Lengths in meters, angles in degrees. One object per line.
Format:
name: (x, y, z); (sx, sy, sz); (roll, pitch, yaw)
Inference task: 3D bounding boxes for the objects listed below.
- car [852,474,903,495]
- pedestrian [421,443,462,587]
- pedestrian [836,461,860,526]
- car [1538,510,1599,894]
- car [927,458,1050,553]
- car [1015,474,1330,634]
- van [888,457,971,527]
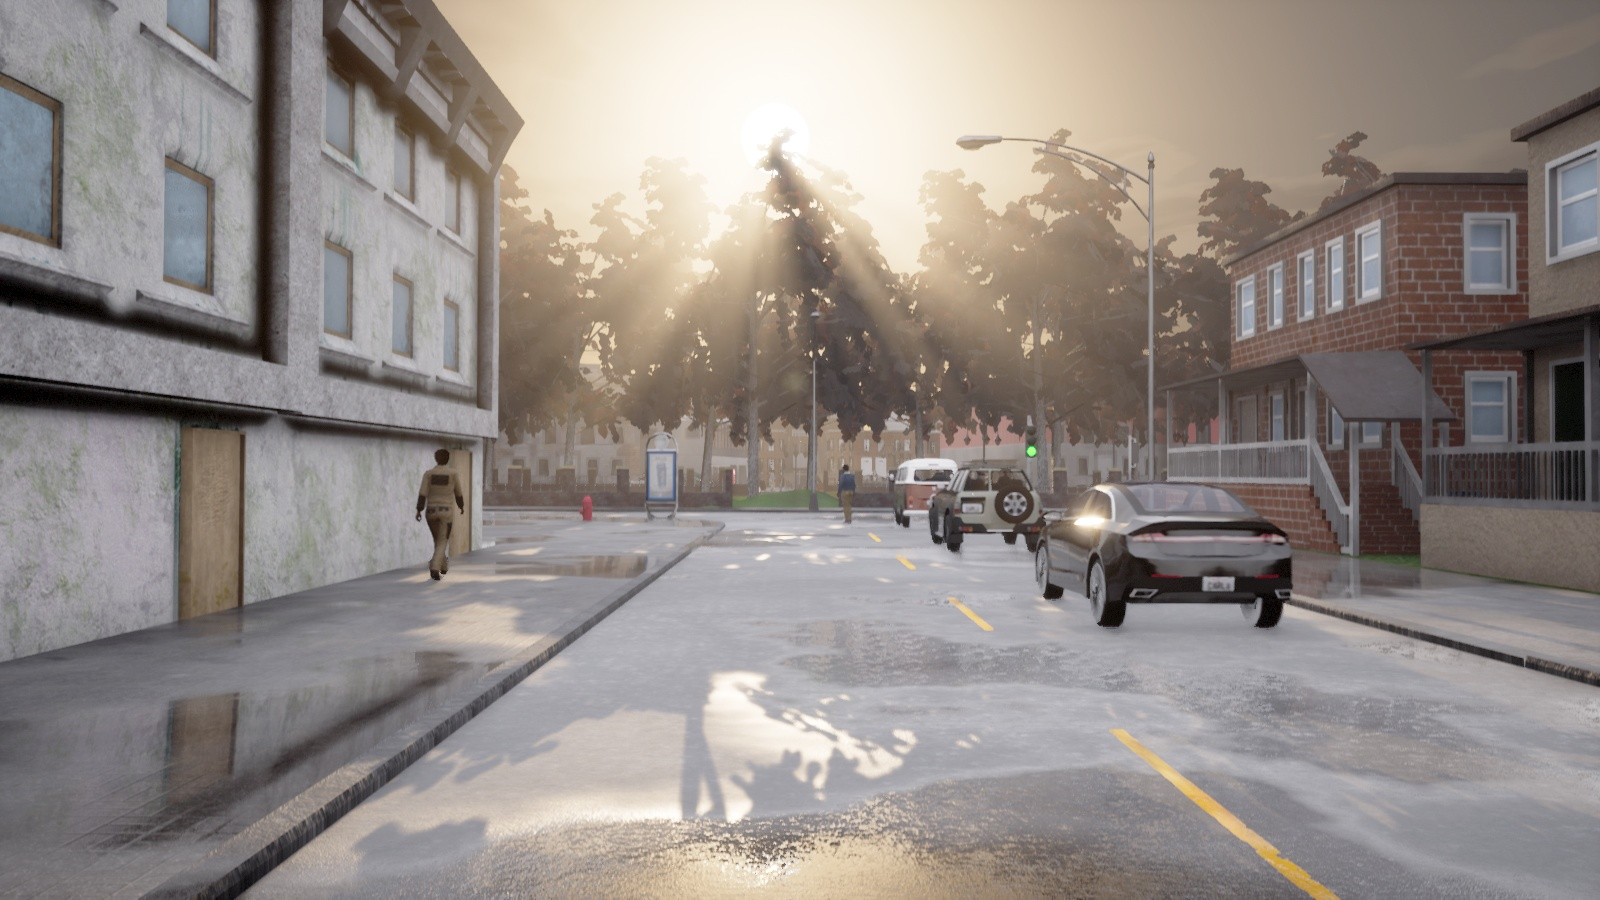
car: (5.795, 2.558, 94.547); (3.705, 1.549, 1.789); (0, -1, 0)
pedestrian: (-4.901, 0.873, 17.192); (0.396, 1.930, 0.692); (0, -1, -3)
pedestrian: (1.470, 1.329, 38.456); (0.423, 1.949, 0.788); (0, -1, -25)
car: (3.992, 0.894, 2.359); (2.033, 1.411, 5.357); (0, -1, 0)
car: (3.921, 1.128, 26.880); (1.932, 1.855, 4.605); (0, -1, 0)
car: (3.957, 1.031, 14.375); (2.128, 1.511, 4.902); (0, -1, 0)
van: (3.892, 1.256, 38.592); (2.069, 2.038, 4.480); (0, -1, 0)
